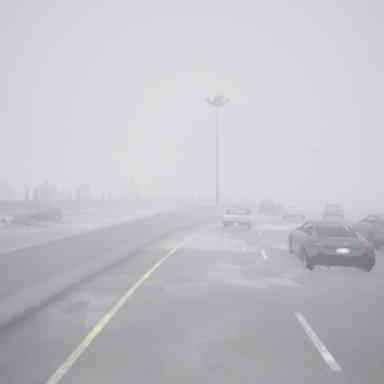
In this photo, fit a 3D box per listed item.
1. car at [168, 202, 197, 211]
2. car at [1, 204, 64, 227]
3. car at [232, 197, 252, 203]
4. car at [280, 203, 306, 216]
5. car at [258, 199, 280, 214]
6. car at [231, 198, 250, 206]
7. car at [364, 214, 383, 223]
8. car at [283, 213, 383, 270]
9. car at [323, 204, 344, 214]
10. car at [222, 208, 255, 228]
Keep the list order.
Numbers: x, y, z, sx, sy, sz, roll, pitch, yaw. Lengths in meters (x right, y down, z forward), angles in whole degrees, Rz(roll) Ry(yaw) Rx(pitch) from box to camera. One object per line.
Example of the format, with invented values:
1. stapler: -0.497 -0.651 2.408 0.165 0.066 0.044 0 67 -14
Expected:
1. car: -0.847 1.739 33.757 1.812 1.442 4.674 0 0 21
2. car: -11.129 1.591 23.569 2.128 1.511 4.902 0 0 13
3. car: 9.303 1.783 60.554 2.097 1.767 4.553 0 0 31
4. car: 9.756 1.776 31.620 1.812 1.442 4.674 0 0 21
5. car: 9.239 1.647 39.164 2.097 1.767 4.553 0 0 25
6. car: 9.792 2.004 66.965 1.812 1.442 4.674 0 0 34
7. car: 8.685 1.703 15.058 1.994 1.385 4.181 0 0 10
8. car: 4.572 1.660 11.463 1.994 1.385 4.181 0 0 8
9. car: 13.694 1.820 32.231 2.033 1.411 5.357 0 0 23
10. car: 3.388 1.768 23.453 1.895 1.301 4.718 0 0 15
